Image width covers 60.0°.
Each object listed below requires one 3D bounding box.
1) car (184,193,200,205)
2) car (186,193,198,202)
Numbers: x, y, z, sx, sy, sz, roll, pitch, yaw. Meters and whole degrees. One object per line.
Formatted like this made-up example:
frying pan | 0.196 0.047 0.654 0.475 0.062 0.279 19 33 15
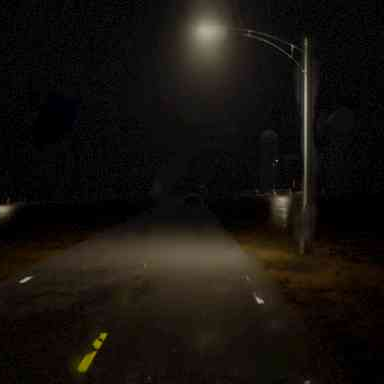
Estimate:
car | -0.006 0.902 43.346 1.882 1.535 5.008 0 1 0
car | -0.008 0.857 53.805 1.994 1.385 4.181 0 1 0
